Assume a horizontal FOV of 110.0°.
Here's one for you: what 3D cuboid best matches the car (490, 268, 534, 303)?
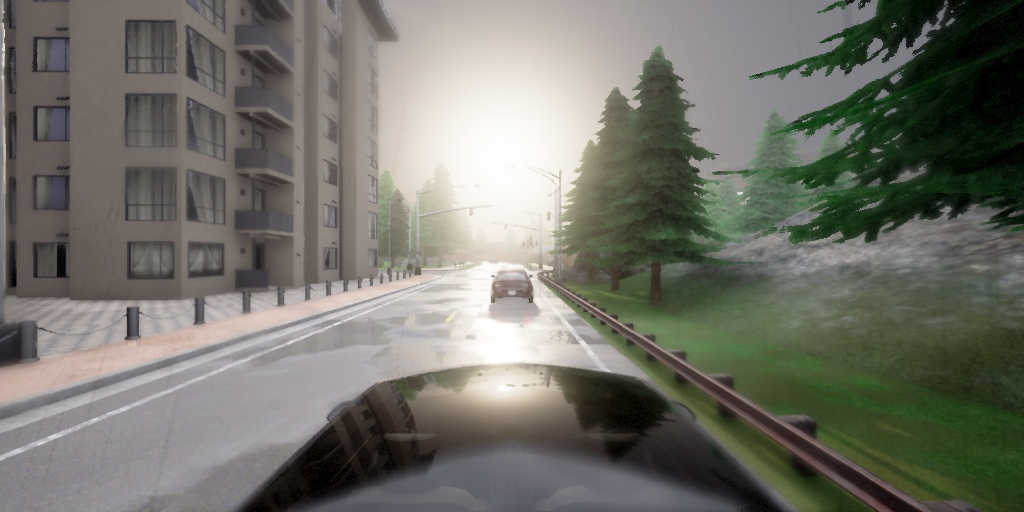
[{"bbox_3d":[0.000,1.282,16.500,1.812,1.442,4.674,0,0,0],"label":"car"}]
